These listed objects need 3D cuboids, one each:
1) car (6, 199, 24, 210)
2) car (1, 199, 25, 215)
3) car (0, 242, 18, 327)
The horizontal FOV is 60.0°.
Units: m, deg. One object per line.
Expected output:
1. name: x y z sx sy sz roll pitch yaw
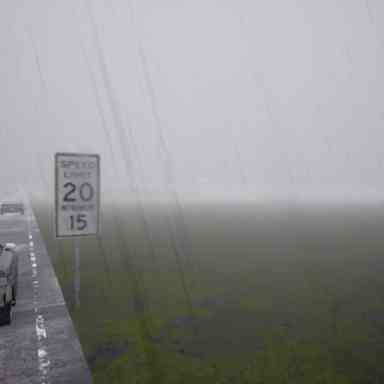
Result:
1. car: -22.649 1.558 42.763 1.895 1.301 4.718 0 0 -26
2. car: -17.919 1.455 33.393 1.882 1.535 5.008 0 0 -26
3. car: -4.554 1.562 6.526 1.994 1.385 4.181 0 0 -27
